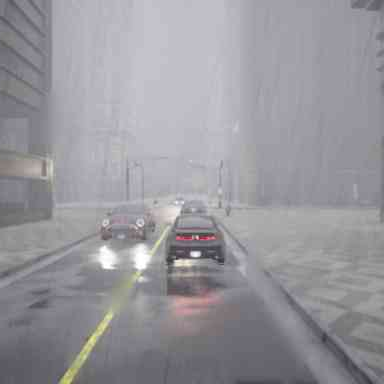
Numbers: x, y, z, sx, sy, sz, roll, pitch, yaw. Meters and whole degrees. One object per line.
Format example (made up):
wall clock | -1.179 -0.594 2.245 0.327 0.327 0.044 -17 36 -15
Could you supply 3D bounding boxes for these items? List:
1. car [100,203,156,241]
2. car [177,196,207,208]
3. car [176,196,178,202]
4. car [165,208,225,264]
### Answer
car | -3.090 1.371 16.820 2.097 1.767 4.553 0 0 0
car | 0.101 1.385 26.434 2.097 1.767 4.553 0 0 0
car | -2.983 1.704 81.229 1.895 1.301 4.718 0 0 0
car | 0.101 1.518 11.804 1.837 1.490 4.892 0 0 0
